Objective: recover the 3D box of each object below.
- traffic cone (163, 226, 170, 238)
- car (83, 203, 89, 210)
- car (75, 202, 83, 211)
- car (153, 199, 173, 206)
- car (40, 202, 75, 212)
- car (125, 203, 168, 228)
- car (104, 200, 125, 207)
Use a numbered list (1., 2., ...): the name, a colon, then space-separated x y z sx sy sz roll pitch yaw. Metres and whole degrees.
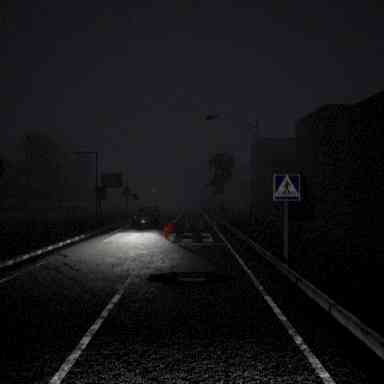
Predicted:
1. traffic cone: -1.371 2.138 17.753 0.340 0.580 0.340 0 -1 0
2. car: -21.853 2.549 59.895 5.008 1.535 2.097 0 -1 0
3. car: -21.852 2.478 56.622 4.892 1.521 2.231 0 -1 0
4. car: -8.652 3.320 94.243 4.892 1.521 2.231 0 -1 0
5. car: -21.865 2.445 53.346 4.674 1.452 2.002 0 -1 0
6. car: -3.233 1.793 24.551 2.128 1.511 4.902 -1 -2 0
7. car: -21.741 3.249 91.521 5.008 1.535 2.097 0 -1 0
